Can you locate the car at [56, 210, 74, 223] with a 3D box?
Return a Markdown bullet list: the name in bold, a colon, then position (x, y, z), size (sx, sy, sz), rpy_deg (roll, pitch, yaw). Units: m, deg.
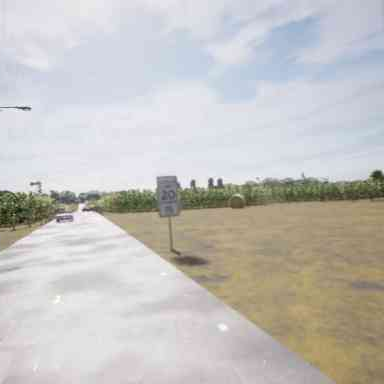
- **car**: position (-15.353, 2.913, 40.374), size (1.895, 1.301, 4.718), rpy_deg (-4, -1, -18)
